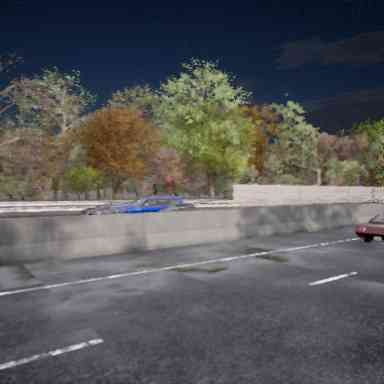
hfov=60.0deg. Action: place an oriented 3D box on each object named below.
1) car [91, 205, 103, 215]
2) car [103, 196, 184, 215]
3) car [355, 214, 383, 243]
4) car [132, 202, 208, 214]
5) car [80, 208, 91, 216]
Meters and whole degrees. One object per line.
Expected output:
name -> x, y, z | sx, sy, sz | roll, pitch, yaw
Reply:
car -> -4.967, 1.516, 26.122 | 4.902, 1.511, 2.128 | 0, 0, -36
car -> -2.958, 1.320, 23.255 | 5.566, 2.045, 2.150 | 0, 0, -36
car -> 9.406, 1.608, 14.878 | 4.718, 1.301, 1.895 | 0, 0, -36
car -> -0.901, 1.558, 20.424 | 4.892, 1.490, 1.837 | 0, 0, -36
car -> -6.639, 1.552, 28.465 | 5.357, 1.411, 2.033 | 0, 0, -33
